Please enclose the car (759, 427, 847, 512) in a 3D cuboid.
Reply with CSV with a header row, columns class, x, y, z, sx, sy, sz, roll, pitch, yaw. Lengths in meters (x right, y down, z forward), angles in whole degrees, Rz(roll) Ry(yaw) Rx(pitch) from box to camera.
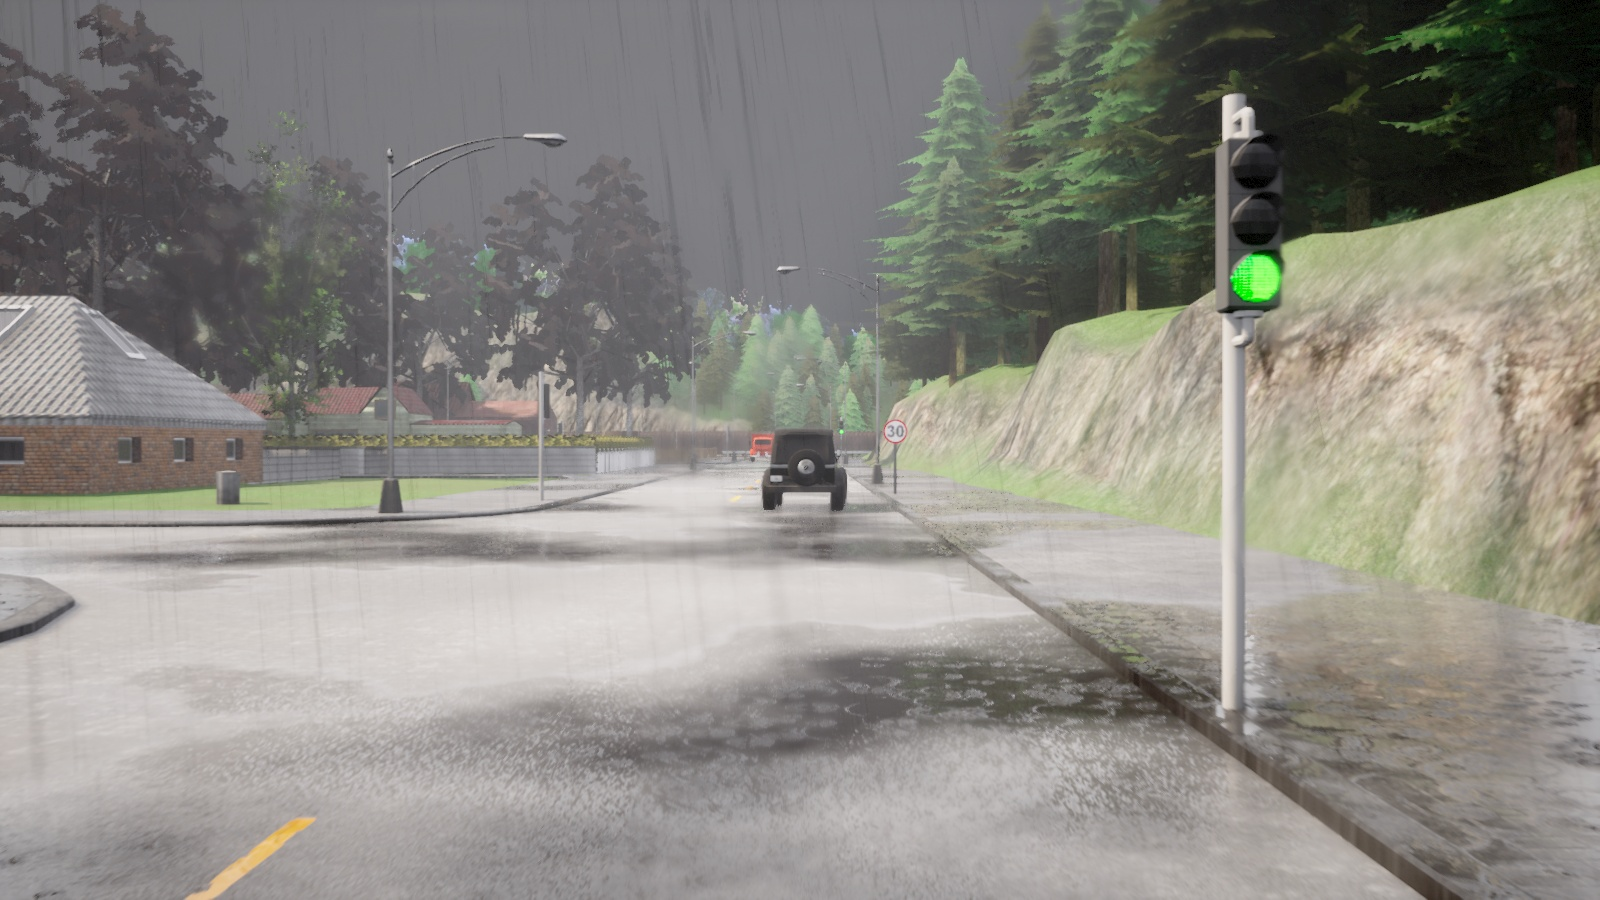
class,x,y,z,sx,sy,sz,roll,pitch,yaw
car,0.141,0.420,29.853,1.905,1.878,3.866,0,0,3
